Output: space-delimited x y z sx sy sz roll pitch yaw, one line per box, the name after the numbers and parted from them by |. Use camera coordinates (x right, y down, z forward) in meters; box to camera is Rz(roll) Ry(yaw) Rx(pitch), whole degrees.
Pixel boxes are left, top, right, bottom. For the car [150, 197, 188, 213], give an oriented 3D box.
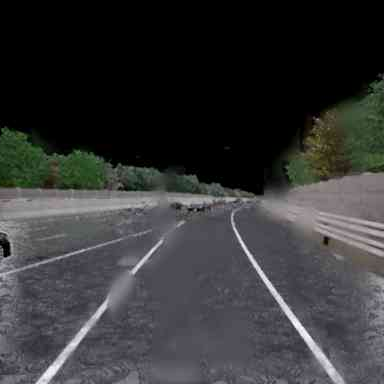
-2.472 1.499 37.469 2.128 1.511 4.902 -1 -1 16 | car

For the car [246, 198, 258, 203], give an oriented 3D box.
16.438 2.350 92.658 2.033 1.411 5.357 0 -1 15 | car

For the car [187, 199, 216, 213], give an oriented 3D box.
0.920 1.609 36.551 1.895 1.301 4.718 0 -1 15 | car

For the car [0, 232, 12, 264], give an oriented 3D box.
-6.885 1.413 8.358 2.128 1.511 4.902 0 0 15 | car

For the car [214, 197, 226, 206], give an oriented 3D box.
5.319 1.763 65.588 2.097 1.767 4.553 0 -1 15 | car

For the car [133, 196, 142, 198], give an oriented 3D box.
-13.049 1.840 77.958 2.097 1.767 4.553 0 -1 15 | car

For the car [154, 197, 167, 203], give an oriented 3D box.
-8.836 2.177 93.186 1.882 1.535 5.008 0 -1 15 | car

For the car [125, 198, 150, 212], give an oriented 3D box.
-5.834 1.632 38.421 1.895 1.301 4.718 0 -1 15 | car

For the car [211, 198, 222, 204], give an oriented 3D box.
5.965 2.210 81.057 1.895 1.301 4.718 0 -1 15 | car
